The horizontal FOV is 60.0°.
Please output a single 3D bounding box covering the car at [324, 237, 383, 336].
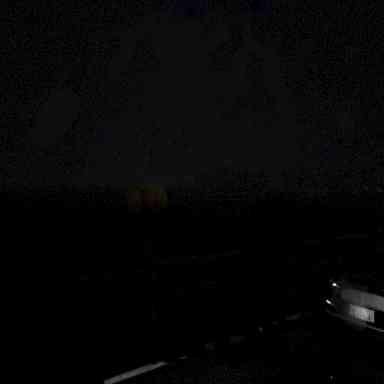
[{"bbox_3d":[4.448,1.475,6.208,4.902,1.511,2.128,0,0,-35],"label":"car"}]
